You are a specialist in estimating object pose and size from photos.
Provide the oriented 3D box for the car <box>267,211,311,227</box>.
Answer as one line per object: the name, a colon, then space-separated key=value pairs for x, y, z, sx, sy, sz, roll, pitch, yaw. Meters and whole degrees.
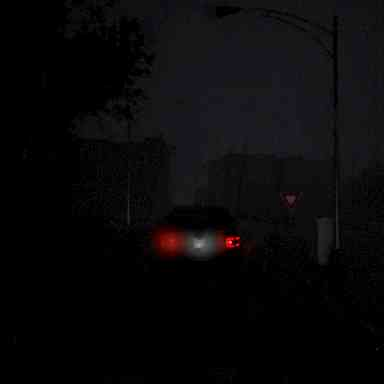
car: x=12.481 y=3.505 z=43.177 sx=1.946 sy=1.575 sz=5.366 roll=7 pitch=-4 yaw=-31

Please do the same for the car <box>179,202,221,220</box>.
car: x=0.857 y=2.263 z=40.551 sx=2.435 sy=2.045 sz=5.566 roll=1 pitch=-2 yaw=-31

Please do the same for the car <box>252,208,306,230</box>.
car: x=9.154 y=2.846 z=32.989 sx=5.357 sy=1.411 sz=2.033 roll=6 pitch=-2 yaw=-12

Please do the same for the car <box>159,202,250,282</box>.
car: x=0.259 y=1.459 z=10.603 sx=2.150 sy=2.045 sz=5.566 roll=0 pitch=-2 yaw=1

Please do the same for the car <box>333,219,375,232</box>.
car: x=21.417 y=4.409 z=44.770 sx=2.002 sy=1.452 sz=4.674 roll=7 pitch=-3 yaw=-31

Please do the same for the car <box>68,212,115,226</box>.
car: x=-9.731 y=2.584 z=31.395 sx=4.718 sy=1.301 sz=1.895 roll=-2 pitch=-1 yaw=9

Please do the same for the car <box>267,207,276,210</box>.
car: x=9.665 y=2.970 z=42.409 sx=2.435 sy=2.045 sz=5.566 roll=7 pitch=-4 yaw=-32

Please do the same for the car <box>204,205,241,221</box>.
car: x=3.722 y=2.554 z=41.209 sx=2.185 sy=1.767 sz=4.553 roll=4 pitch=-3 yaw=-32

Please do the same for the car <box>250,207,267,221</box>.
car: x=6.682 y=2.803 z=41.779 sx=2.185 sy=1.767 sz=4.553 roll=6 pitch=-4 yaw=-32

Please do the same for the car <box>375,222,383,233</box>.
car: x=24.375 y=4.697 z=45.355 sx=2.002 sy=1.452 sz=4.674 roll=7 pitch=-4 yaw=-31
